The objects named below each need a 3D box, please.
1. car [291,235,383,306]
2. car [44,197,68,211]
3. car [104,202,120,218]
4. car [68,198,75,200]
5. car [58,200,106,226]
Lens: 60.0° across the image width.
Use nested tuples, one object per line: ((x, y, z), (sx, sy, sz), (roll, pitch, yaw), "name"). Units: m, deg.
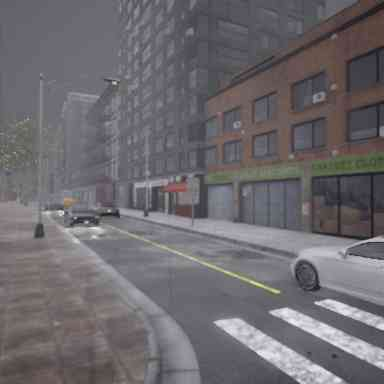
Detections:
((4.082, 1.548, 6.533), (1.812, 1.442, 4.674), (1, 0, -27), "car")
((-17.614, 1.412, 42.500), (2.097, 1.767, 4.553), (1, -1, -27), "car")
((-7.886, 1.572, 29.812), (1.994, 1.385, 4.181), (1, 0, -27), "car")
((-19.281, 1.669, 51.966), (1.882, 1.535, 5.008), (1, -2, -27), "car")
((-7.821, 1.521, 23.234), (2.033, 1.411, 5.357), (1, 0, -27), "car")
